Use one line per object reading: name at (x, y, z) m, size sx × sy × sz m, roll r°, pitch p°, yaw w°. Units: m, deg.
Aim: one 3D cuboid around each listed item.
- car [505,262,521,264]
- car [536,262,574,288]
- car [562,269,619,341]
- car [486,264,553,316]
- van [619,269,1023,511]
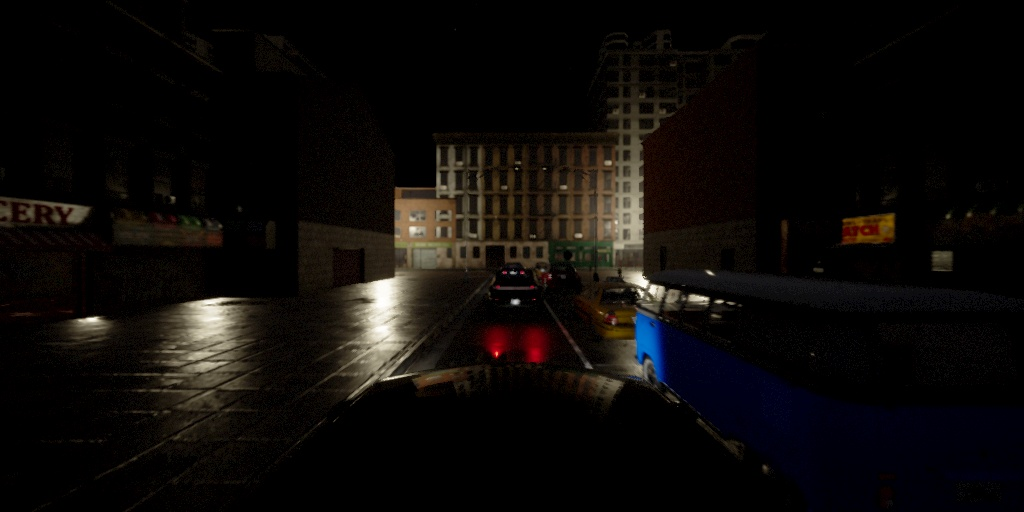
car at (0.104, 1.177, 27.808) m, size 2.033 × 1.411 × 5.357 m, roll 0°, pitch 0°, yaw 0°
car at (2.640, 1.104, 20.300) m, size 1.967 × 1.591 × 4.097 m, roll 0°, pitch 0°, yaw 0°
car at (2.639, 1.240, 9.519) m, size 1.751 × 1.417 × 4.829 m, roll 0°, pitch 0°, yaw 0°
car at (0.102, 1.185, 13.192) m, size 2.128 × 1.511 × 4.902 m, roll 0°, pitch 0°, yaw 0°
van at (2.638, 1.081, 3.873) m, size 1.690 × 1.789 × 3.998 m, roll 0°, pitch 0°, yaw 0°
